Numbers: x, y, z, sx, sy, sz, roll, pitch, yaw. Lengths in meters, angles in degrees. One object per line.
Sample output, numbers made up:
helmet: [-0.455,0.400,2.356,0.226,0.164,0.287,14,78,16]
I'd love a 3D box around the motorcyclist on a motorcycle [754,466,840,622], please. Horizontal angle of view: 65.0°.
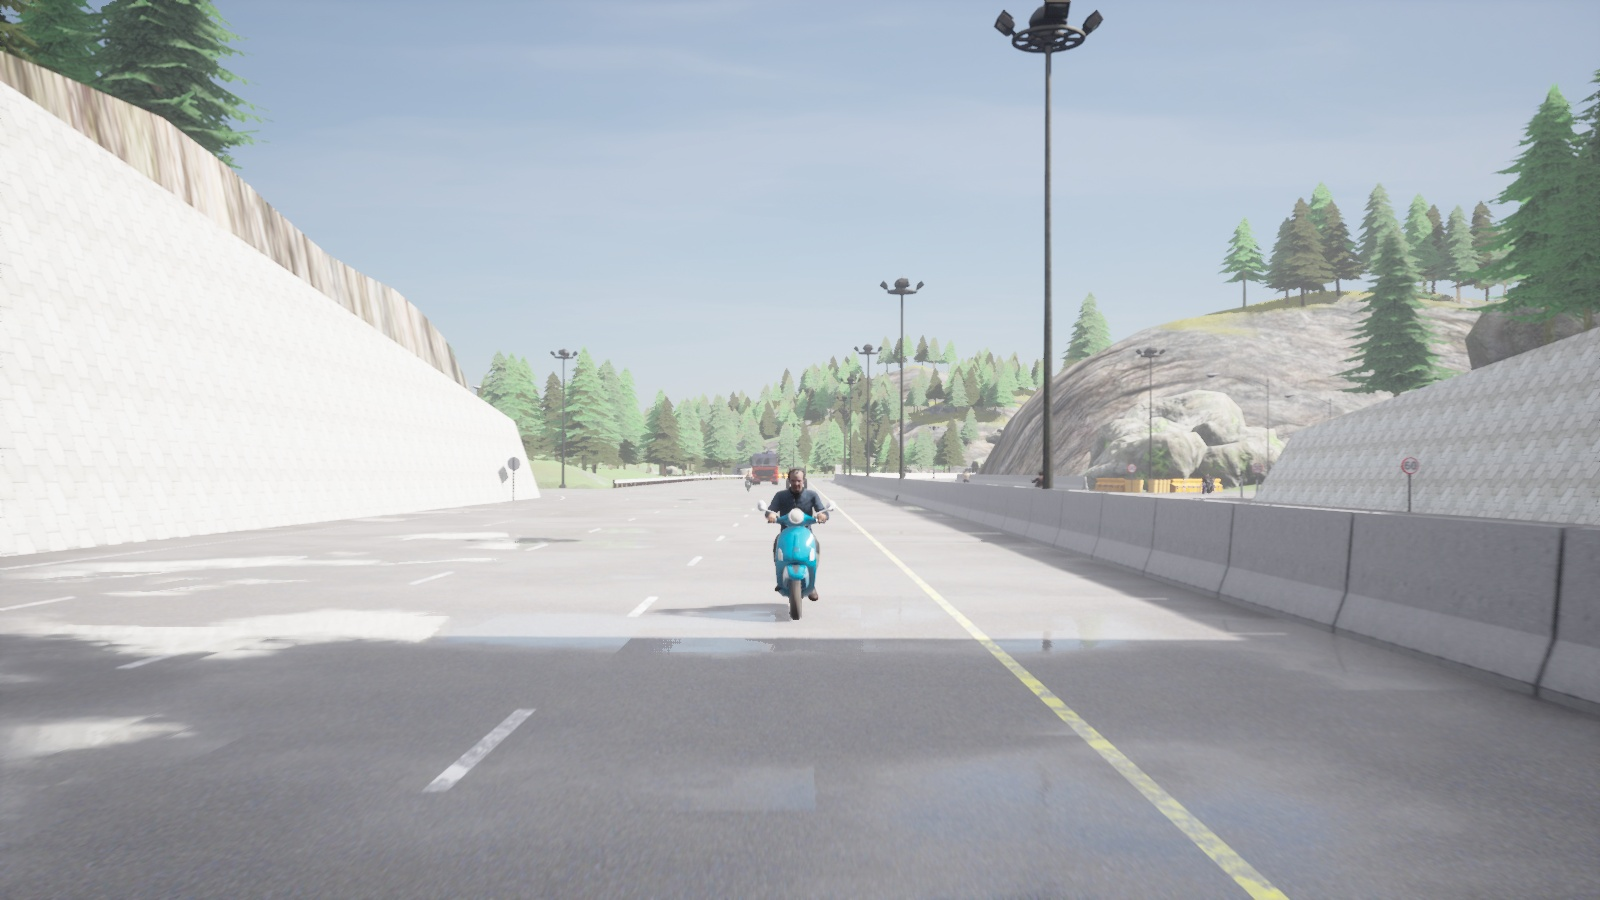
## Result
motorcyclist on a motorcycle: [-0.034,0.997,13.772,0.866,1.590,1.817,0,-2,0]
